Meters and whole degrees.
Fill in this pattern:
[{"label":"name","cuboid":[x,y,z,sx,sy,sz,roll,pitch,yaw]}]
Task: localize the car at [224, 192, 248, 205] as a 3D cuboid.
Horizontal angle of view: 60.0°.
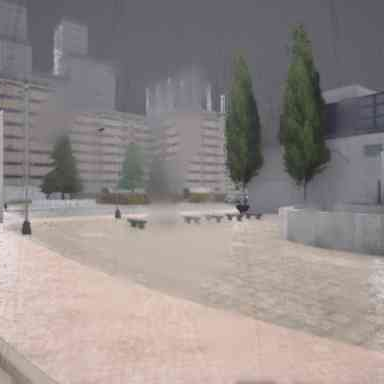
[{"label":"car","cuboid":[7.792,1.386,59.494,4.553,1.767,2.097,0,0,-38]}]
